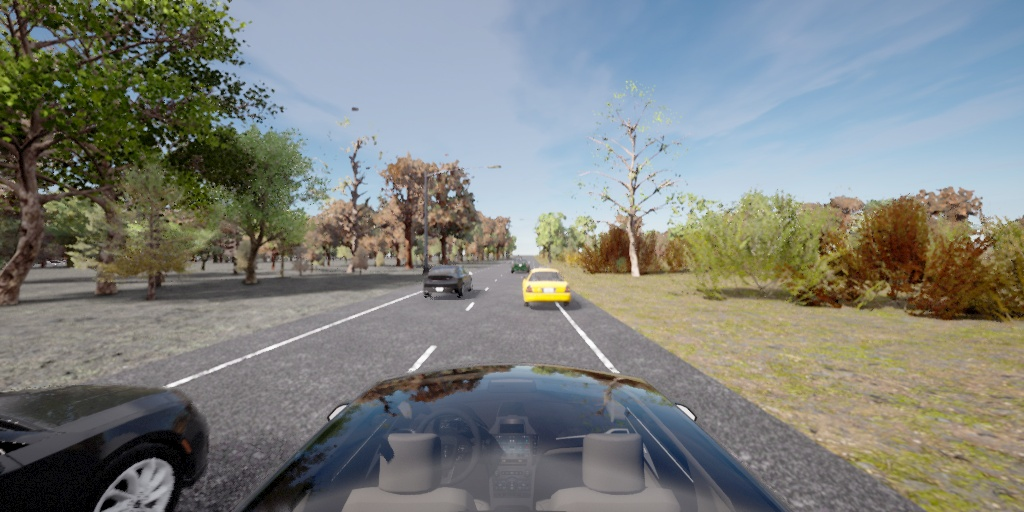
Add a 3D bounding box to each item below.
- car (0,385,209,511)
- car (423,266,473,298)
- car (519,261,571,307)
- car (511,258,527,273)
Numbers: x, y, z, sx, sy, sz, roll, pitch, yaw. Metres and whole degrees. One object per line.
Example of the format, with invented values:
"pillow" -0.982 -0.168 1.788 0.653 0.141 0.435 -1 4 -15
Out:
"car" -3.385 1.255 0.895 1.837 1.490 4.892 0 0 0
"car" -3.198 1.238 18.474 1.837 1.490 4.892 0 0 1
"car" 1.352 1.191 15.369 1.801 1.575 5.366 0 0 1
"car" 1.024 1.061 41.689 2.097 1.767 4.553 0 0 3
